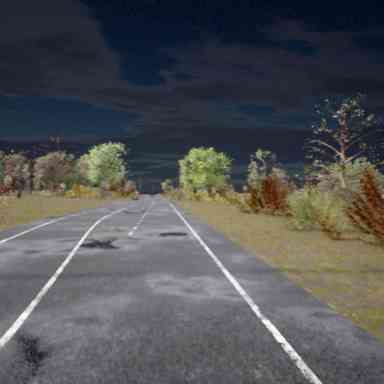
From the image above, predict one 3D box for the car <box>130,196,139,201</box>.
[{"bbox_3d":[-14.833,1.757,86.158,2.033,1.411,5.357,0,0,-5],"label":"car"}]
